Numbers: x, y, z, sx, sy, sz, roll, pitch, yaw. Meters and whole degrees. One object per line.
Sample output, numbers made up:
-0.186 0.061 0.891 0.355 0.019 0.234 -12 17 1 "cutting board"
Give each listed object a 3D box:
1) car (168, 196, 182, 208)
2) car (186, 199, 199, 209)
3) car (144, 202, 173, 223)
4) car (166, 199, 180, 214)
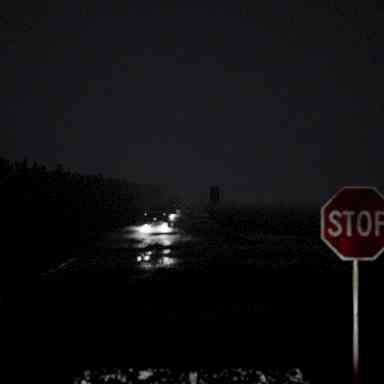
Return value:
-2.852 1.590 52.790 2.150 2.045 5.566 0 0 0 "car"
0.084 1.895 52.560 1.812 1.442 4.674 0 0 0 "car"
-2.858 1.802 27.781 1.895 1.301 4.718 0 0 0 "car"
-2.855 1.843 39.046 1.994 1.385 4.181 0 0 0 "car"
